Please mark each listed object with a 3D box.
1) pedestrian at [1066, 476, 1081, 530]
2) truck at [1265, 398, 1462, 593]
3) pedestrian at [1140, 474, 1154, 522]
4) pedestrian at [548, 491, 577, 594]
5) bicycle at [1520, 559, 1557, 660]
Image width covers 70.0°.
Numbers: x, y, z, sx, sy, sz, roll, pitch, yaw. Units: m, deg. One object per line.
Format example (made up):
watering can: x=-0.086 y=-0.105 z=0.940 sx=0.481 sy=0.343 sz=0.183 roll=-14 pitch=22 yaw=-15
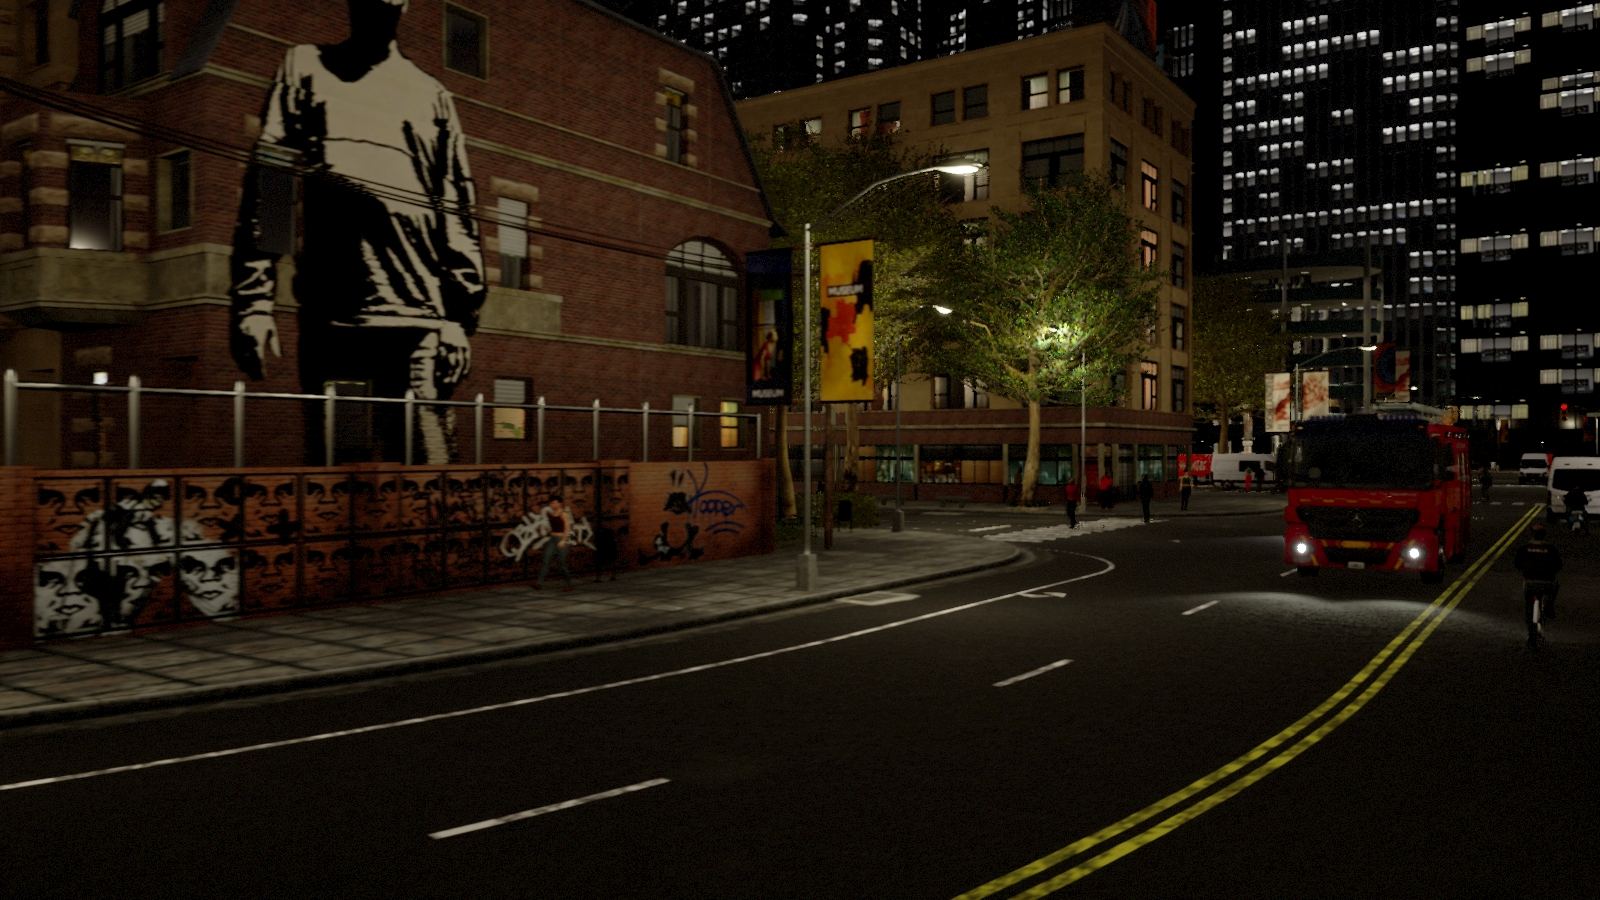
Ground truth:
pedestrian: x=9.630 y=1.854 z=40.241 sx=0.375 sy=1.860 sz=0.375 roll=0 pitch=0 yaw=41
truck: x=13.398 y=0.893 z=26.703 sx=2.891 sy=3.827 sz=8.468 roll=0 pitch=0 yaw=35
pedestrian: x=13.441 y=1.854 z=44.249 sx=0.375 sy=1.860 sz=0.375 roll=0 pitch=0 yaw=40
pedestrian: x=-4.390 y=1.701 z=21.094 sx=0.375 sy=1.860 sz=0.375 roll=0 pitch=0 yaw=34
bicycle: x=10.415 y=2.211 z=16.105 sx=0.329 sy=1.171 sz=1.835 roll=0 pitch=0 yaw=36
